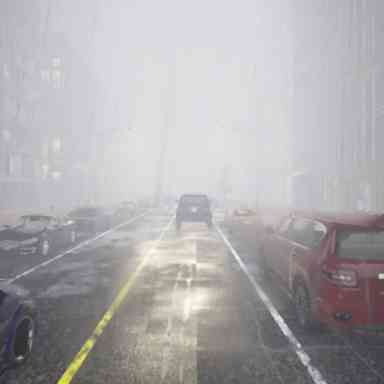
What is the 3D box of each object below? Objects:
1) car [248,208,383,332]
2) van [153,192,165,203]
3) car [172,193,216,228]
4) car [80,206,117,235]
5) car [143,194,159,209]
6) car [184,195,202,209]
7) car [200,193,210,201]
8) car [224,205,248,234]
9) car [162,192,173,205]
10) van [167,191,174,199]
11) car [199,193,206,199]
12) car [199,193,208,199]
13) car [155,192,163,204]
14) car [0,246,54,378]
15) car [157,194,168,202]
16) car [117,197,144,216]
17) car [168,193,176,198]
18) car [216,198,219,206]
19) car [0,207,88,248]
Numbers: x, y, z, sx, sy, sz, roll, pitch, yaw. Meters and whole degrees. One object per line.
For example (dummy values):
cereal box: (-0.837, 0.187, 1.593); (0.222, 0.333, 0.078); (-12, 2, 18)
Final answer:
car: (2.700, 1.272, 6.669); (2.192, 1.841, 5.009); (0, 0, 0)
van: (-5.637, 0.953, 57.917); (1.690, 1.788, 3.998); (0, 0, 0)
car: (0.118, 1.086, 21.251); (2.150, 2.045, 5.566); (0, 1, 0)
car: (-5.672, 1.451, 18.074); (1.947, 1.339, 4.313); (0, 0, 0)
car: (-5.653, 1.281, 40.842); (2.008, 1.369, 4.403); (0, 0, 0)
car: (0.136, 1.217, 41.635); (2.128, 1.511, 4.902); (0, 0, 0)
car: (2.753, 0.969, 69.280); (1.967, 1.590, 4.097); (0, 0, 0)
car: (2.709, 1.408, 18.223); (1.752, 1.417, 4.829); (0, 0, 0)
car: (-2.964, 1.142, 50.471); (1.882, 1.535, 5.008); (0, 0, 0)
van: (-5.612, 0.745, 86.377); (1.690, 1.788, 3.998); (0, 0, 0)
car: (2.767, 0.928, 86.526); (1.752, 1.417, 4.829); (0, 0, 0)
car: (2.762, 1.028, 80.665); (1.802, 1.307, 4.206); (0, 0, 0)
car: (-5.643, 1.196, 52.226); (1.887, 1.381, 4.507); (0, 0, 0)
car: (-3.098, 1.546, 2.879); (1.994, 1.385, 4.181); (0, 0, 0)
car: (-5.633, 1.153, 63.611); (1.802, 1.307, 4.206); (0, 0, 0)
car: (-5.662, 1.391, 29.456); (1.802, 1.307, 4.206); (0, 0, 0)
car: (-5.609, 0.928, 92.071); (1.947, 1.339, 4.313); (0, 0, 0)
car: (2.733, 1.256, 46.514); (1.947, 1.339, 4.313); (0, 0, 0)
car: (-5.677, 1.473, 12.381); (2.008, 1.369, 4.403); (0, 0, 0)
